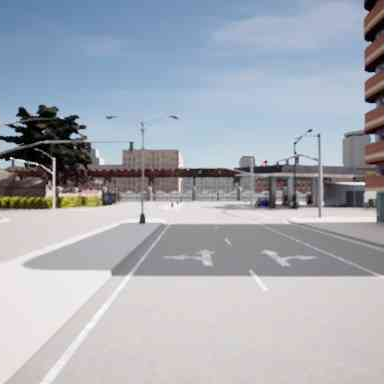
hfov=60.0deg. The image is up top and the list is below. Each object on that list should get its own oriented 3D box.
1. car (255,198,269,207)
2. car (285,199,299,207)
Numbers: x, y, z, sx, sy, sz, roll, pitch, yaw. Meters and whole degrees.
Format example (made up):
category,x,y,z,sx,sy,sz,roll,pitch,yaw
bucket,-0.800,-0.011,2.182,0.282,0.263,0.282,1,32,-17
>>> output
category,x,y,z,sx,sy,sz,roll,pitch,yaw
car,13.217,1.989,62.493,2.242,1.667,4.611,0,-1,0
car,18.962,2.158,63.253,1.970,1.475,3.806,0,-1,0
